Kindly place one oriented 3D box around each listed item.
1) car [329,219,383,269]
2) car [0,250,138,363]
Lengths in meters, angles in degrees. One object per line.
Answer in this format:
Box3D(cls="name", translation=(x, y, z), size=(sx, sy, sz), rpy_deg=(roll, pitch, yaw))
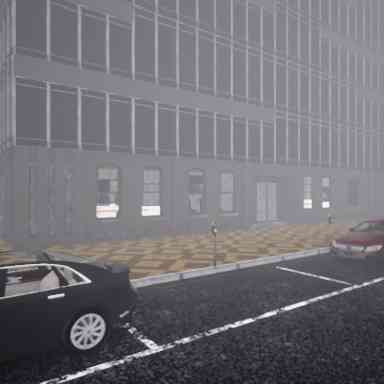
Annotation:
Box3D(cls="car", translation=(6.353, 1.586, 11.111), size=(4.206, 1.307, 1.802), rpy_deg=(0, 0, -36))
Box3D(cls="car", translation=(-2.906, 1.551, 4.487), size=(4.403, 1.369, 2.008), rpy_deg=(0, 0, -36))
